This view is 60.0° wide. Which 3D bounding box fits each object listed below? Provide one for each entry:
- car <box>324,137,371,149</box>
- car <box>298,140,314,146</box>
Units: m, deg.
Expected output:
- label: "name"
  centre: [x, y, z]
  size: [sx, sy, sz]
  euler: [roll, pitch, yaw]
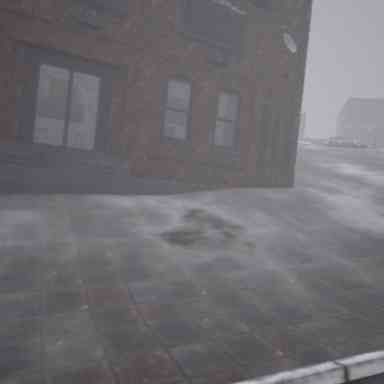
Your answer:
- label: "car"
  centre: [15.965, -4.758, 34.267]
  size: [4.553, 1.767, 2.185]
  euler: [6, 1, 15]
- label: "car"
  centre: [10.669, -5.103, 35.695]
  size: [4.674, 1.452, 2.002]
  euler: [6, 1, 15]
